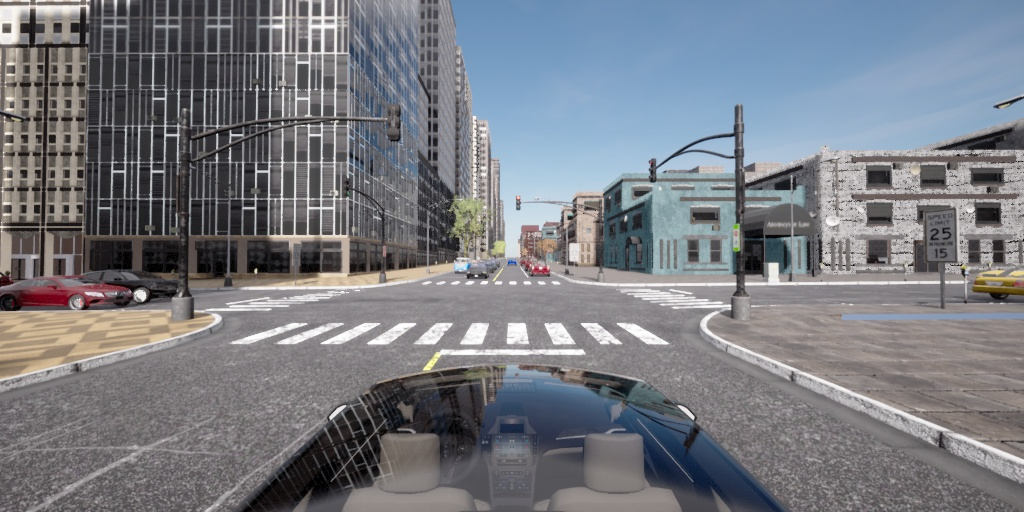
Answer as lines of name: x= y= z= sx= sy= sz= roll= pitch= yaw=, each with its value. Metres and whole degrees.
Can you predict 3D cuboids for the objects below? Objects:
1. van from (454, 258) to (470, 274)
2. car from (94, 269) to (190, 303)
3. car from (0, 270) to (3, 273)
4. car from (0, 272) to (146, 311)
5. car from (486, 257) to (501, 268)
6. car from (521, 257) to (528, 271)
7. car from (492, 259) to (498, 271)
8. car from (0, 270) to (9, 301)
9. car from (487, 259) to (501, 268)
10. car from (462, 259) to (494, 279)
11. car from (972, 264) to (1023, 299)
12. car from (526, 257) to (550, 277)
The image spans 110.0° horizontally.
van: x=-5.674 y=1.096 z=41.481 sx=1.690 sy=1.789 sz=3.998 roll=0 pitch=0 yaw=0
car: x=-17.887 y=1.359 z=16.623 sx=5.008 sy=1.535 sz=1.882 roll=-1 pitch=-1 yaw=0
car: x=-23.097 y=1.325 z=14.068 sx=4.097 sy=1.591 sz=1.967 roll=0 pitch=0 yaw=1
car: x=-17.414 y=1.412 z=14.011 sx=4.207 sy=1.307 sz=1.802 roll=0 pitch=0 yaw=1
car: x=-3.076 y=1.303 z=52.181 sx=2.033 sy=1.411 sz=5.357 roll=0 pitch=0 yaw=0
car: x=2.709 y=1.070 z=47.191 sx=2.192 sy=1.841 sz=5.009 roll=0 pitch=0 yaw=0
car: x=-3.083 y=1.319 z=42.337 sx=1.994 sy=1.385 sz=4.181 roll=0 pitch=0 yaw=0
car: x=-27.385 y=1.464 z=16.717 sx=4.902 sy=1.511 sz=2.128 roll=-1 pitch=-1 yaw=1
car: x=-3.034 y=1.247 z=62.310 sx=2.128 sy=1.511 sz=4.902 roll=0 pitch=0 yaw=0
car: x=-3.072 y=1.302 z=33.034 sx=2.033 sy=1.411 sz=5.357 roll=0 pitch=0 yaw=-1
car: x=20.694 y=0.995 z=13.631 sx=4.829 sy=1.417 sz=1.751 roll=0 pitch=0 yaw=1
car: x=2.704 y=1.194 z=35.843 sx=1.967 sy=1.591 sz=4.097 roll=0 pitch=0 yaw=0
